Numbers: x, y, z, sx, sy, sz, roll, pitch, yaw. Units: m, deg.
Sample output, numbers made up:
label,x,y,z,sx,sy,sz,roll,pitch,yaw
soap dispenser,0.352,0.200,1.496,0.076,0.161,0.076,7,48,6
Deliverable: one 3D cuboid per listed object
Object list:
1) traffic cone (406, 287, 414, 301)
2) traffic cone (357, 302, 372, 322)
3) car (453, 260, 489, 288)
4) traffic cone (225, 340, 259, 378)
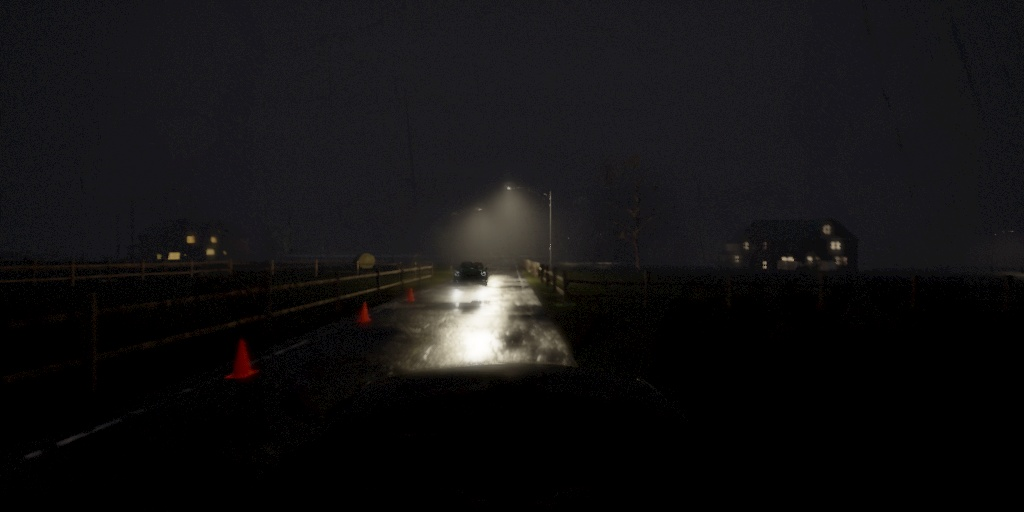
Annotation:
label,x,y,z,sx,sy,sz,roll,pitch,yaw
traffic cone,-4.520,1.692,16.015,0.340,0.580,0.340,0,0,0
traffic cone,-4.521,1.697,11.014,0.340,0.580,0.340,0,0,0
car,-2.621,1.081,23.636,2.097,1.767,4.553,0,0,-3
traffic cone,-4.523,1.702,6.014,0.340,0.580,0.340,0,0,0
